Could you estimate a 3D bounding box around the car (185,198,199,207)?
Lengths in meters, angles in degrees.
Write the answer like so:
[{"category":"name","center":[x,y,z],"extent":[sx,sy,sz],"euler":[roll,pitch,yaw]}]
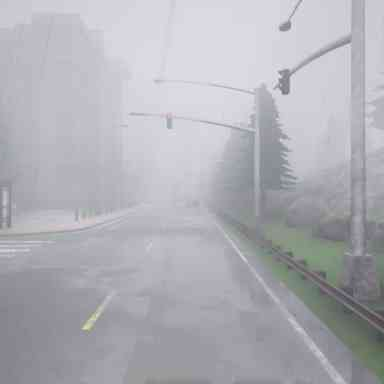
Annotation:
[{"category":"car","center":[0.019,1.564,50.591],"extent":[1.994,1.385,4.181],"euler":[0,0,0]}]
